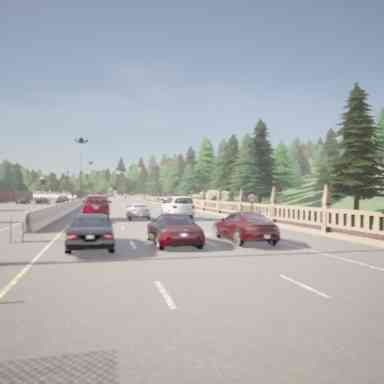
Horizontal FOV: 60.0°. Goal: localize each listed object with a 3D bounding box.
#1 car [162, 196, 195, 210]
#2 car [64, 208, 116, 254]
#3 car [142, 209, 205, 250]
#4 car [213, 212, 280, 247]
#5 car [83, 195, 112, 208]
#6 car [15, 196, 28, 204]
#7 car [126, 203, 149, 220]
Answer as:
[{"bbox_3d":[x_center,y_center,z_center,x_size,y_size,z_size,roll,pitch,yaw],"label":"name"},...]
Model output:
[{"bbox_3d":[-1.295,1.415,30.022,2.150,2.045,5.566,1,0,-15],"label":"car"},{"bbox_3d":[-4.137,1.590,13.723,2.033,1.411,5.357,1,0,-16],"label":"car"},{"bbox_3d":[-0.850,1.661,14.984,1.994,1.385,4.181,1,0,-16],"label":"car"},{"bbox_3d":[2.503,1.675,15.986,1.812,1.442,4.674,1,0,-15],"label":"car"},{"bbox_3d":[-8.057,1.310,28.217,2.150,2.045,5.566,1,0,-15],"label":"car"},{"bbox_3d":[-31.640,1.537,62.165,2.128,1.511,4.902,1,0,-15],"label":"car"},{"bbox_3d":[-4.772,1.673,29.473,1.812,1.442,4.674,1,0,-15],"label":"car"}]
